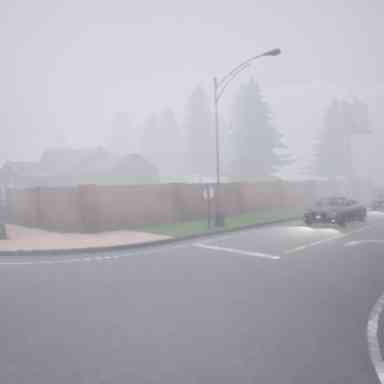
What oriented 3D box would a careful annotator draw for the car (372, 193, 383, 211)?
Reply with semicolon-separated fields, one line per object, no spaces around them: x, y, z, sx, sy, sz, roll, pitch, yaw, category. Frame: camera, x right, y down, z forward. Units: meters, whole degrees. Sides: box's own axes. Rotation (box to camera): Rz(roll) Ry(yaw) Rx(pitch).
14.806;0.630;24.484;4.181;1.385;1.994;-3;2;-43;car

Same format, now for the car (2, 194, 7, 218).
-13.864;1.034;26.726;1.932;1.855;4.605;-1;2;45;car

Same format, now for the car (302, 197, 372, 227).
7.585;0.977;17.600;4.181;1.385;1.994;-3;2;-44;car
